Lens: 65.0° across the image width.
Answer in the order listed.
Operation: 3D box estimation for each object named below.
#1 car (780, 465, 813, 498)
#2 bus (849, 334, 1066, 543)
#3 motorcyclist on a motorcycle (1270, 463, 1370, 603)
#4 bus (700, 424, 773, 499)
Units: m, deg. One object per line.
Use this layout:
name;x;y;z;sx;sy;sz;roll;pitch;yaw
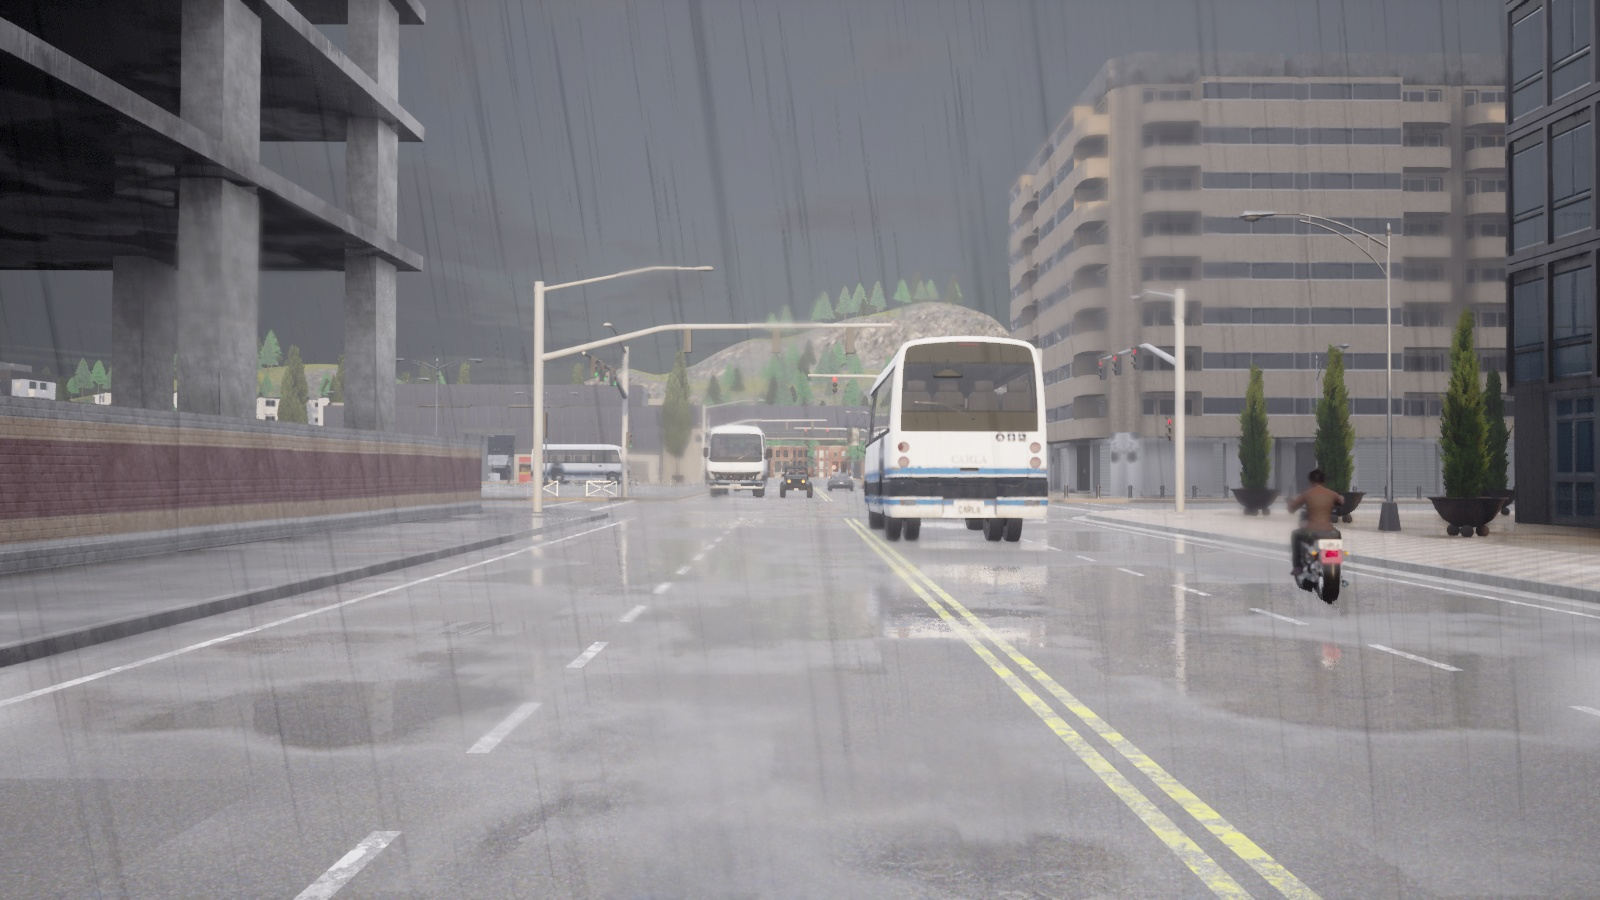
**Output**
car;-0.204;1.853;74.108;1.905;1.878;3.866;0;-1;0
bus;3.410;-0.061;30.757;3.944;4.253;10.273;0;-2;0
motorcyclist on a motorcycle;6.587;1.007;16.023;0.766;1.649;2.350;-1;-1;13
bus;-3.715;0.737;76.645;3.944;4.253;10.273;0;-1;0
